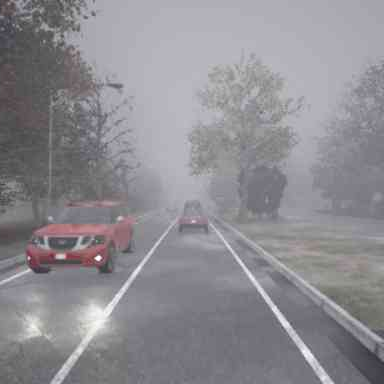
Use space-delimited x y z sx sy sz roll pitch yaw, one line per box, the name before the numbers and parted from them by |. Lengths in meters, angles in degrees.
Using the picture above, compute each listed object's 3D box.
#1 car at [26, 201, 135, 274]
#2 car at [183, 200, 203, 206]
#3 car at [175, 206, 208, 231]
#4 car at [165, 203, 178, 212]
car | -3.352 1.333 11.257 2.150 2.045 5.566 0 -1 0
car | 0.098 1.979 40.317 2.150 2.045 5.566 0 -1 0
car | 0.097 1.912 23.416 1.994 1.385 4.181 0 -1 0
car | -3.289 2.528 54.330 2.128 1.511 4.902 0 -1 1
